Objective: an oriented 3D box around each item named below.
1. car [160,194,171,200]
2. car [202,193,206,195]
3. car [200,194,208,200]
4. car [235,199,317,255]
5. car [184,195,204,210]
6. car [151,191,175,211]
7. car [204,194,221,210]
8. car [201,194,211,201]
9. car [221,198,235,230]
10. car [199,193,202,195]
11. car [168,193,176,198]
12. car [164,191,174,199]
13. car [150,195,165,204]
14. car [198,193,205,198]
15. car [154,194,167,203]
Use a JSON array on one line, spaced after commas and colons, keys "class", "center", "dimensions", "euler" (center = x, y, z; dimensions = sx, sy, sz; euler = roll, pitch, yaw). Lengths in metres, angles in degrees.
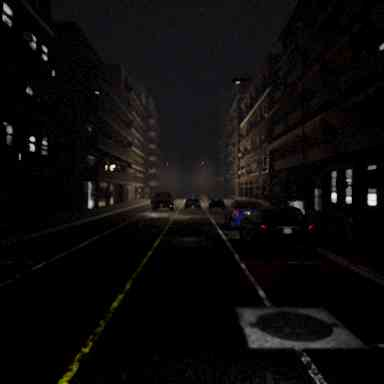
[{"class": "car", "center": [-5.642, 1.062, 71.644], "dimensions": [1.887, 1.381, 4.507], "euler": [0, 0, 0]}, {"class": "car", "center": [2.732, 1.118, 60.531], "dimensions": [1.752, 1.417, 4.829], "euler": [0, 0, 0]}, {"class": "car", "center": [2.742, 1.061, 77.270], "dimensions": [1.802, 1.307, 4.206], "euler": [0, 0, 0]}, {"class": "car", "center": [3.121, 1.266, 12.966], "dimensions": [2.097, 1.767, 4.553], "euler": [0, 0, 0]}, {"class": "car", "center": [0.098, 1.341, 38.776], "dimensions": [1.895, 1.301, 4.718], "euler": [0, 0, 0]}, {"class": "car", "center": [-3.074, 0.977, 36.505], "dimensions": [2.150, 2.045, 5.566], "euler": [0, 0, 0]}, {"class": "car", "center": [2.716, 1.298, 37.817], "dimensions": [2.008, 1.369, 4.403], "euler": [0, 0, 0]}, {"class": "car", "center": [2.734, 1.122, 65.998], "dimensions": [1.947, 1.339, 4.313], "euler": [0, 0, 0]}, {"class": "car", "center": [3.126, 1.219, 19.966], "dimensions": [2.097, 1.767, 4.553], "euler": [0, 0, 0]}, {"class": "car", "center": [0.055, 1.158, 49.805], "dimensions": [2.128, 1.511, 4.902], "euler": [0, 0, 1]}, {"class": "car", "center": [-5.628, 0.890, 94.017], "dimensions": [1.752, 1.417, 4.829], "euler": [0, 0, 0]}, {"class": "car", "center": [-5.634, 0.755, 82.915], "dimensions": [2.192, 1.841, 5.009], "euler": [0, 0, 0]}, {"class": "car", "center": [-5.653, 1.183, 54.735], "dimensions": [2.008, 1.369, 4.403], "euler": [0, 0, 0]}, {"class": "car", "center": [2.753, 0.946, 94.179], "dimensions": [1.802, 1.307, 4.206], "euler": [0, 0, 0]}, {"class": "car", "center": [-5.650, 1.145, 60.371], "dimensions": [2.008, 1.369, 4.403], "euler": [0, 0, 0]}]
